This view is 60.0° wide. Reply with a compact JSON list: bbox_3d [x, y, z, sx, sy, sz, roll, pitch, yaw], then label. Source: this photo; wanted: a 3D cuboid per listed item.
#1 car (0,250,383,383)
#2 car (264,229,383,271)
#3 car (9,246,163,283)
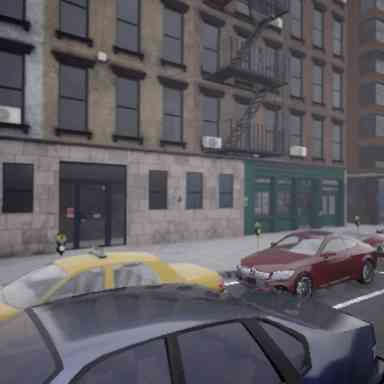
[{"bbox_3d":[-0.601,1.559,2.506,5.357,1.411,2.033,1,0,-35],"label":"car"},{"bbox_3d":[2.973,1.651,8.267,4.206,1.307,1.802,1,0,-35],"label":"car"},{"bbox_3d":[-1.670,1.546,4.981,4.829,1.417,1.752,1,0,-35],"label":"car"}]
